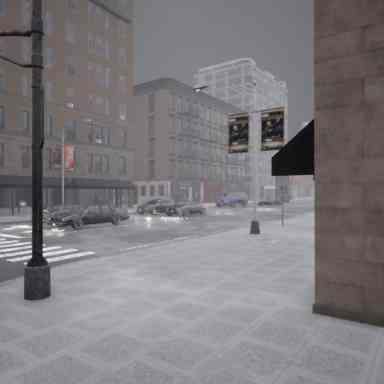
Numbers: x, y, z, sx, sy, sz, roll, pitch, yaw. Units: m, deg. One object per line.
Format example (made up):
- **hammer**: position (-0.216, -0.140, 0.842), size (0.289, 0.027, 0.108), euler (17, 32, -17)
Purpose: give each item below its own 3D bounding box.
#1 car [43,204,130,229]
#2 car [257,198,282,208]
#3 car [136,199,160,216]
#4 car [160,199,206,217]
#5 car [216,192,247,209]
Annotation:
- **car**: position (-6.449, 1.489, 21.417), size (2.033, 1.411, 5.357), euler (0, 0, 35)
- **car**: position (10.588, 1.418, 45.378), size (1.895, 1.301, 4.718), euler (0, 0, 36)
- **car**: position (-3.219, 1.411, 31.598), size (1.837, 1.490, 4.892), euler (0, 0, 35)
- **car**: position (-0.528, 1.462, 29.774), size (1.994, 1.385, 4.181), euler (0, 0, 35)
- **car**: position (5.270, 1.060, 43.548), size (2.150, 2.045, 5.566), euler (0, 1, 36)
